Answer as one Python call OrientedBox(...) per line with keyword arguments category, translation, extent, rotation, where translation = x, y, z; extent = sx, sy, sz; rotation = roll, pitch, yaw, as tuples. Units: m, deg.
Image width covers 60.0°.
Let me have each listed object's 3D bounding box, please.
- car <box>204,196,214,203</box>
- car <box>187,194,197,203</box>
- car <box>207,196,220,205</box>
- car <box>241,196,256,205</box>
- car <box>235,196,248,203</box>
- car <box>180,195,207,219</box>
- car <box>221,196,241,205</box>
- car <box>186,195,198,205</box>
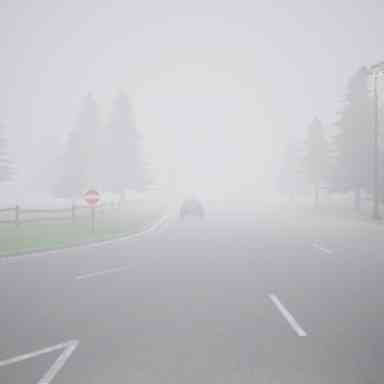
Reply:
OrientedBox(category="car", translation=(3.486, 1.563, 70.745), extent=(1.895, 1.301, 4.718), rotation=(0, 0, 0))
OrientedBox(category="car", translation=(-0.014, 1.323, 70.684), extent=(2.097, 1.767, 4.553), rotation=(0, 0, 0))
OrientedBox(category="car", translation=(3.488, 1.681, 60.711), extent=(1.994, 1.385, 4.181), rotation=(0, 0, 0))
OrientedBox(category="car", translation=(10.488, 1.642, 60.713), extent=(1.812, 1.442, 4.674), rotation=(0, 0, 0))
OrientedBox(category="car", translation=(10.486, 1.521, 70.716), extent=(1.994, 1.385, 4.181), rotation=(0, 0, 0))
OrientedBox(category="car", translation=(-0.006, 1.409, 29.644), extent=(2.097, 1.767, 4.553), rotation=(0, 0, 0))
OrientedBox(category="car", translation=(6.988, 1.663, 60.295), extent=(2.033, 1.411, 5.357), rotation=(0, 0, 0))
OrientedBox(category="car", translation=(-0.012, 1.469, 60.681), extent=(2.097, 1.767, 4.553), rotation=(0, 0, 0))
